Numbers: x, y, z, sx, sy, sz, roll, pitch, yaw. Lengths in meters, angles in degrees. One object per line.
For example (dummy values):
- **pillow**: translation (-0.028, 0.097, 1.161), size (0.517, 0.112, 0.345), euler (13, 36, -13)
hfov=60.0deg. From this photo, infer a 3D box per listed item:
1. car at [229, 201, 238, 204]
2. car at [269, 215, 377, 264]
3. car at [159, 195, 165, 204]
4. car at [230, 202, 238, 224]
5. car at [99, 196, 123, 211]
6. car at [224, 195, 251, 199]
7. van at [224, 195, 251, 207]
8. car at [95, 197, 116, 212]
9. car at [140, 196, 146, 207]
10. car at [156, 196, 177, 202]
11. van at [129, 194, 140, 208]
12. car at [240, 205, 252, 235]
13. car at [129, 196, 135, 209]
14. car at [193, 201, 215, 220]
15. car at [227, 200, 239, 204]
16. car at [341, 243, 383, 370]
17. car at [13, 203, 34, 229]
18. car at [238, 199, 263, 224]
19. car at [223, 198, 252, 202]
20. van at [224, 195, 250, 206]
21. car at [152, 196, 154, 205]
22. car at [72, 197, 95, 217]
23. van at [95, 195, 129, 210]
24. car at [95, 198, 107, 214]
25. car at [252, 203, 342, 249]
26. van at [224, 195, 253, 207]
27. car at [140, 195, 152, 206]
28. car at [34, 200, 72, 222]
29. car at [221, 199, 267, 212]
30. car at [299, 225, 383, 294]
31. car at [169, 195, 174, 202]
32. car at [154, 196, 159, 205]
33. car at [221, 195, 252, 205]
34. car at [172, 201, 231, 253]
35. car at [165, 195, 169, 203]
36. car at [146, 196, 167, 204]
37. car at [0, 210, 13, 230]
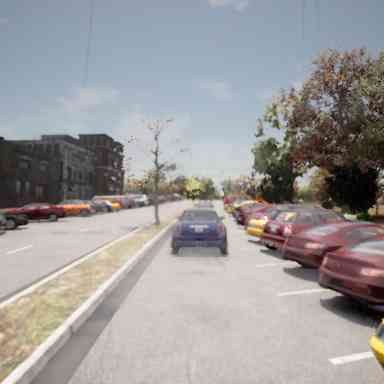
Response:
- **car**: translation (5.512, 1.651, 24.743), size (4.792, 1.488, 2.163), euler (1, 0, -17)
- **car**: translation (4.964, 1.582, 9.963), size (4.674, 1.452, 2.002), euler (1, -1, -18)
- **car**: translation (-9.154, 1.633, 68.782), size (5.566, 2.045, 2.435), euler (-1, -1, -15)
- **car**: translation (5.385, 1.605, 21.801), size (5.008, 1.535, 2.097), euler (1, -1, -17)
- **car**: translation (-11.723, 1.730, 41.744), size (5.366, 1.575, 1.946), euler (-1, 0, -15)
- **car**: translation (6.283, 1.561, 36.580), size (4.553, 1.767, 2.185), euler (1, -1, -16)
- **van**: translation (8.222, 1.590, 60.259), size (4.442, 1.987, 1.878), euler (1, 0, -15)
- **car**: translation (-11.798, 1.712, 38.797), size (5.008, 1.535, 2.097), euler (-1, -1, -16)
- **car**: translation (-10.508, 1.799, 53.801), size (5.008, 1.535, 2.097), euler (-1, -1, -15)
- **car**: translation (-7.158, 1.995, 92.727), size (5.366, 1.575, 1.946), euler (-1, 0, -15)
- **van**: translation (-10.663, 1.555, 50.840), size (4.442, 1.987, 1.878), euler (-1, -1, -15)
- **car**: translation (5.321, 1.573, 15.942), size (5.366, 1.575, 1.946), euler (1, -1, -18)
- **car**: translation (-11.061, 1.795, 47.793), size (4.792, 1.488, 2.163), euler (-1, 0, -15)
- **car**: translation (1.196, 1.657, 31.248), size (1.882, 1.535, 5.008), euler (0, 0, 4)
- **car**: translation (5.740, 1.668, 27.729), size (4.792, 1.488, 2.163), euler (1, -1, -16)
- **car**: translation (4.691, 1.503, 3.975), size (5.366, 1.575, 1.946), euler (1, 0, -19)
- **car**: translation (-12.947, 1.602, 20.710), size (5.008, 1.535, 2.097), euler (-1, -1, -18)
- **car**: translation (5.292, 1.465, 18.847), size (4.553, 1.767, 2.185), euler (1, 0, -17)
- **car**: translation (6.087, 1.670, 33.630), size (5.008, 1.535, 2.097), euler (1, -1, -16)
- **van**: translation (8.481, 1.606, 63.225), size (4.442, 1.987, 1.878), euler (1, 0, -15)
- **car**: translation (-9.977, 1.834, 59.787), size (5.008, 1.535, 2.097), euler (-1, -1, -15)
- **car**: translation (-12.214, 1.550, 32.773), size (4.553, 1.767, 2.185), euler (-1, 0, -16)
- **van**: translation (-11.184, 1.520, 44.838), size (4.442, 1.987, 1.878), euler (-1, -1, -15)
- **car**: translation (-12.007, 1.695, 35.785), size (4.892, 1.521, 2.231), euler (-1, 0, -16)
- **car**: translation (5.019, 1.432, 12.916), size (4.553, 1.767, 2.185), euler (1, -1, -18)
- **van**: translation (7.962, 1.573, 57.292), size (4.442, 1.987, 1.878), euler (1, 0, -15)
- **car**: translation (-10.269, 1.566, 56.784), size (5.566, 2.045, 2.435), euler (-1, 0, -15)
- **car**: translation (-12.620, 1.639, 26.739), size (5.008, 1.535, 2.097), euler (-1, 0, -17)
- **car**: translation (6.605, 1.714, 42.452), size (5.366, 1.575, 1.946), euler (1, 0, -15)
- **car**: translation (4.905, 1.566, 7.002), size (4.674, 1.452, 2.002), euler (1, -1, -19)
- **car**: translation (-7.820, 1.971, 83.750), size (5.008, 1.535, 2.097), euler (-1, -1, -15)
- **car**: translation (-9.737, 1.600, 62.769), size (5.566, 2.045, 2.435), euler (-1, 0, -15)
- **car**: translation (8.883, 1.599, 66.232), size (5.566, 2.045, 2.435), euler (1, -1, -15)
- **car**: translation (0.349, 1.433, 14.278), size (2.097, 1.767, 4.553), euler (0, 0, 2)
- **car**: translation (-8.619, 1.668, 74.772), size (5.566, 2.045, 2.435), euler (-1, -1, -15)
- **car**: translation (-8.339, 1.811, 77.755), size (4.553, 1.767, 2.185), euler (-1, 0, -15)
- **car**: translation (-13.050, 1.332, 17.705), size (5.566, 2.045, 2.435), euler (-1, -1, -18)
